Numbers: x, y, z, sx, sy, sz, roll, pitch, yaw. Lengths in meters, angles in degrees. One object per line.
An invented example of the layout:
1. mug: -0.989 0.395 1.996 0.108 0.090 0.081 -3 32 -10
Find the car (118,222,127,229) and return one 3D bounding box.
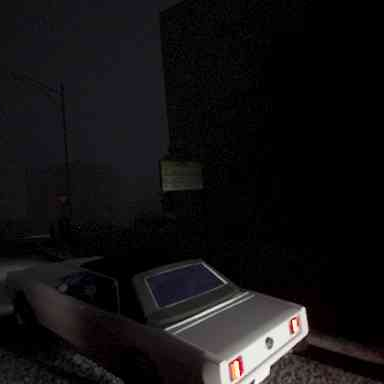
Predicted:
1. car: -13.602 5.698 54.371 4.553 1.767 2.185 -7 -7 22

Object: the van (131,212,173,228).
1. van: -5.182 3.620 42.354 4.442 1.987 1.878 -7 -7 22

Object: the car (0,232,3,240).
1. car: -18.108 3.816 28.326 4.718 1.301 1.895 -8 -5 36

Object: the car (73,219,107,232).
1. car: -13.487 4.604 42.591 1.895 1.301 4.718 -7 -6 22

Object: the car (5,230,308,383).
1. car: -0.949 1.560 4.884 4.718 1.301 1.895 1 1 41

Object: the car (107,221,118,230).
1. car: -14.679 5.579 51.797 5.008 1.535 2.097 -7 -7 22

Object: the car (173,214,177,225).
1. car: -4.198 4.092 44.931 4.792 1.488 2.163 -7 -7 22

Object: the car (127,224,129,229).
1. car: -11.442 6.369 59.617 4.792 1.488 2.163 -7 -8 22

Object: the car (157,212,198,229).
1. car: -2.173 4.300 50.121 5.566 2.045 2.435 -7 -8 22

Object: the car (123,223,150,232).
1. car: -10.414 6.634 62.196 4.674 1.452 2.002 -7 -8 22

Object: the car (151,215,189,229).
1. car: -3.162 4.302 47.559 5.008 1.535 2.097 -6 -8 21
